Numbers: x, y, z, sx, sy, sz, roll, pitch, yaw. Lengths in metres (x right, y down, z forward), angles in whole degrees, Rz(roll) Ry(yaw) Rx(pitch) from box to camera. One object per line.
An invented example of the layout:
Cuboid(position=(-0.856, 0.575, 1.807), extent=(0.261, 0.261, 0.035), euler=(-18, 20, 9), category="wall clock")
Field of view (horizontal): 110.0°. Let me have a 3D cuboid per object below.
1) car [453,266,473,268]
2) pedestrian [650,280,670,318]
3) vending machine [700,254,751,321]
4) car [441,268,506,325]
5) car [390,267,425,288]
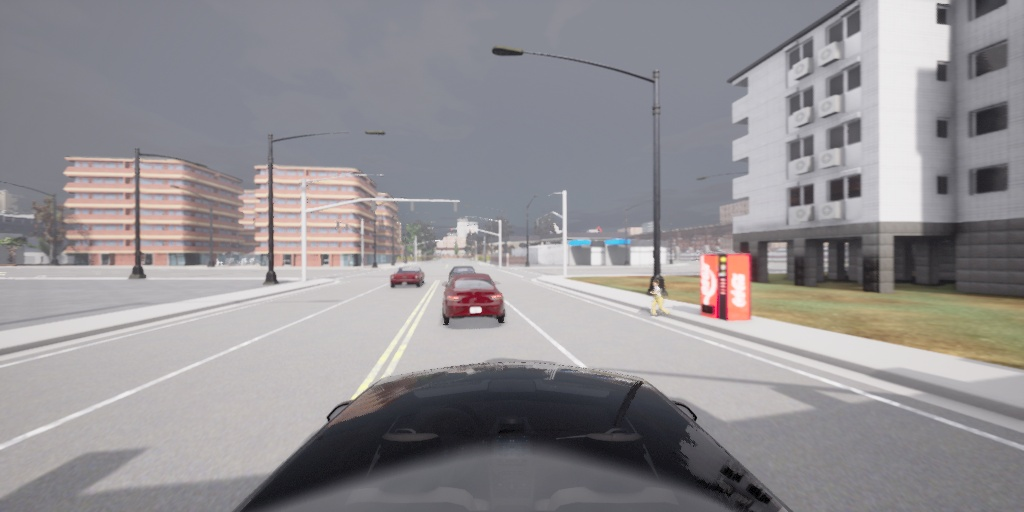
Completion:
Cuboid(position=(-3.114, 1.321, 22.821), extent=(2.033, 1.411, 5.357), euler=(0, 0, -9), category="car")
Cuboid(position=(4.663, 1.304, 11.393), extent=(0.375, 1.300, 0.375), euler=(0, 0, -9), category="pedestrian")
Cuboid(position=(6.288, 0.917, 10.605), extent=(1.100, 2.100, 0.880), euler=(0, 0, -9), category="vending machine")
Cuboid(position=(-1.333, 1.286, 11.881), extent=(1.812, 1.442, 4.674), euler=(0, 0, -9), category="car")
Cuboid(position=(-7.022, 1.394, 24.386), extent=(1.895, 1.301, 4.718), euler=(0, 0, -9), category="car")
